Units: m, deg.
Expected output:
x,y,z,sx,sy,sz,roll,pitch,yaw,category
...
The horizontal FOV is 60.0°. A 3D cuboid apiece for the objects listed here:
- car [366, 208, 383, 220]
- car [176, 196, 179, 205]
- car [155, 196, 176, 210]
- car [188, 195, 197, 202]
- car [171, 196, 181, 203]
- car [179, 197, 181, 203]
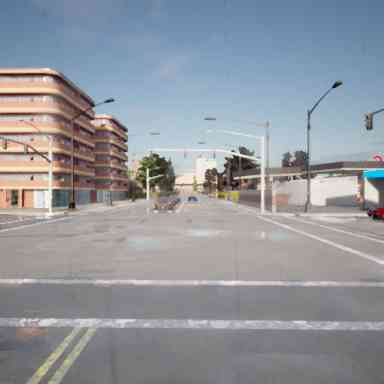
x,y,z,sx,sy,sz,roll,pitch,yaw,category
16.564,1.599,26.430,4.718,1.301,1.895,0,0,1,car
-3.530,1.597,51.662,1.895,1.301,4.718,0,0,0,car
-3.539,1.349,42.713,2.097,1.767,4.553,0,0,0,car
0.077,1.334,70.824,1.812,1.442,4.674,0,0,0,car
-3.423,1.590,70.779,1.895,1.301,4.718,0,0,0,car
-3.499,1.499,60.813,1.837,1.490,4.892,0,1,0,car
